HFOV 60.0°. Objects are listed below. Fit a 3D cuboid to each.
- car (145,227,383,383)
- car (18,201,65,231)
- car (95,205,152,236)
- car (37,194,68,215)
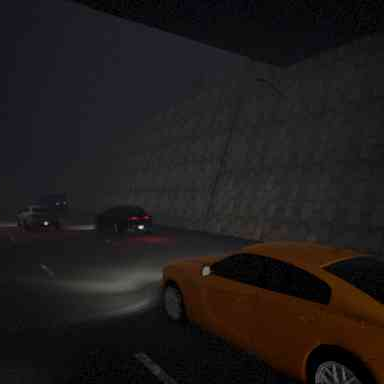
[{"bbox_3d":[1.348,1.477,4.848,1.882,1.535,5.008,0,0,-35],"label":"car"},{"bbox_3d":[-9.507,1.522,20.550,1.812,1.442,4.674,0,0,-35],"label":"car"},{"bbox_3d":[-3.937,1.502,18.648,1.837,1.490,4.892,0,0,-35],"label":"car"},{"bbox_3d":[-14.012,1.212,33.207,2.150,2.045,5.566,0,-1,-34],"label":"car"}]
